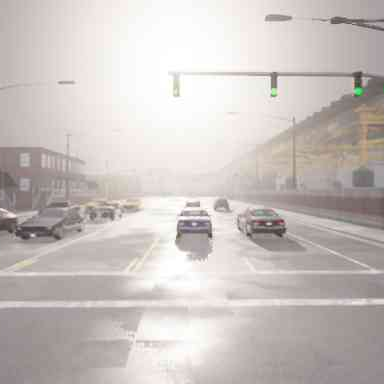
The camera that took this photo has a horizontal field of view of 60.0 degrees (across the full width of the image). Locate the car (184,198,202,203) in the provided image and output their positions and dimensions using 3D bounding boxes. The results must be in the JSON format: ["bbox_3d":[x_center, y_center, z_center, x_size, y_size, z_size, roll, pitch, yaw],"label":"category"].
[{"bbox_3d":[0.130,1.491,40.723,2.128,1.511,4.902,0,0,0],"label":"car"}]

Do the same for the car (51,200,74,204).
[{"bbox_3d":[-10.567,1.473,26.944,1.882,1.535,5.008,0,0,0],"label":"car"}]

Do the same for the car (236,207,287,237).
[{"bbox_3d":[3.613,1.547,18.110,2.033,1.411,5.357,0,0,0],"label":"car"}]

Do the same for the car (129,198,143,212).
[{"bbox_3d":[-7.033,1.476,39.629,1.882,1.535,5.008,0,0,0],"label":"car"}]

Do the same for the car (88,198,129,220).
[{"bbox_3d":[-7.063,1.490,27.827,2.128,1.511,4.902,0,0,0],"label":"car"}]

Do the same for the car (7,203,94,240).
[{"bbox_3d":[-7.079,1.547,17.452,2.033,1.411,5.357,0,0,0],"label":"car"}]

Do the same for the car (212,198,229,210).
[{"bbox_3d":[3.630,1.505,42.087,1.837,1.490,4.892,0,0,0],"label":"car"}]

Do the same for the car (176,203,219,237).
[{"bbox_3d":[0.113,1.547,17.931,2.033,1.411,5.357,0,0,0],"label":"car"}]

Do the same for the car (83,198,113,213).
[{"bbox_3d":[-10.548,1.476,37.675,1.882,1.535,5.008,0,0,0],"label":"car"}]

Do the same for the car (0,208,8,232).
[{"bbox_3d":[-10.578,1.525,16.831,1.812,1.442,4.674,0,0,0],"label":"car"}]
